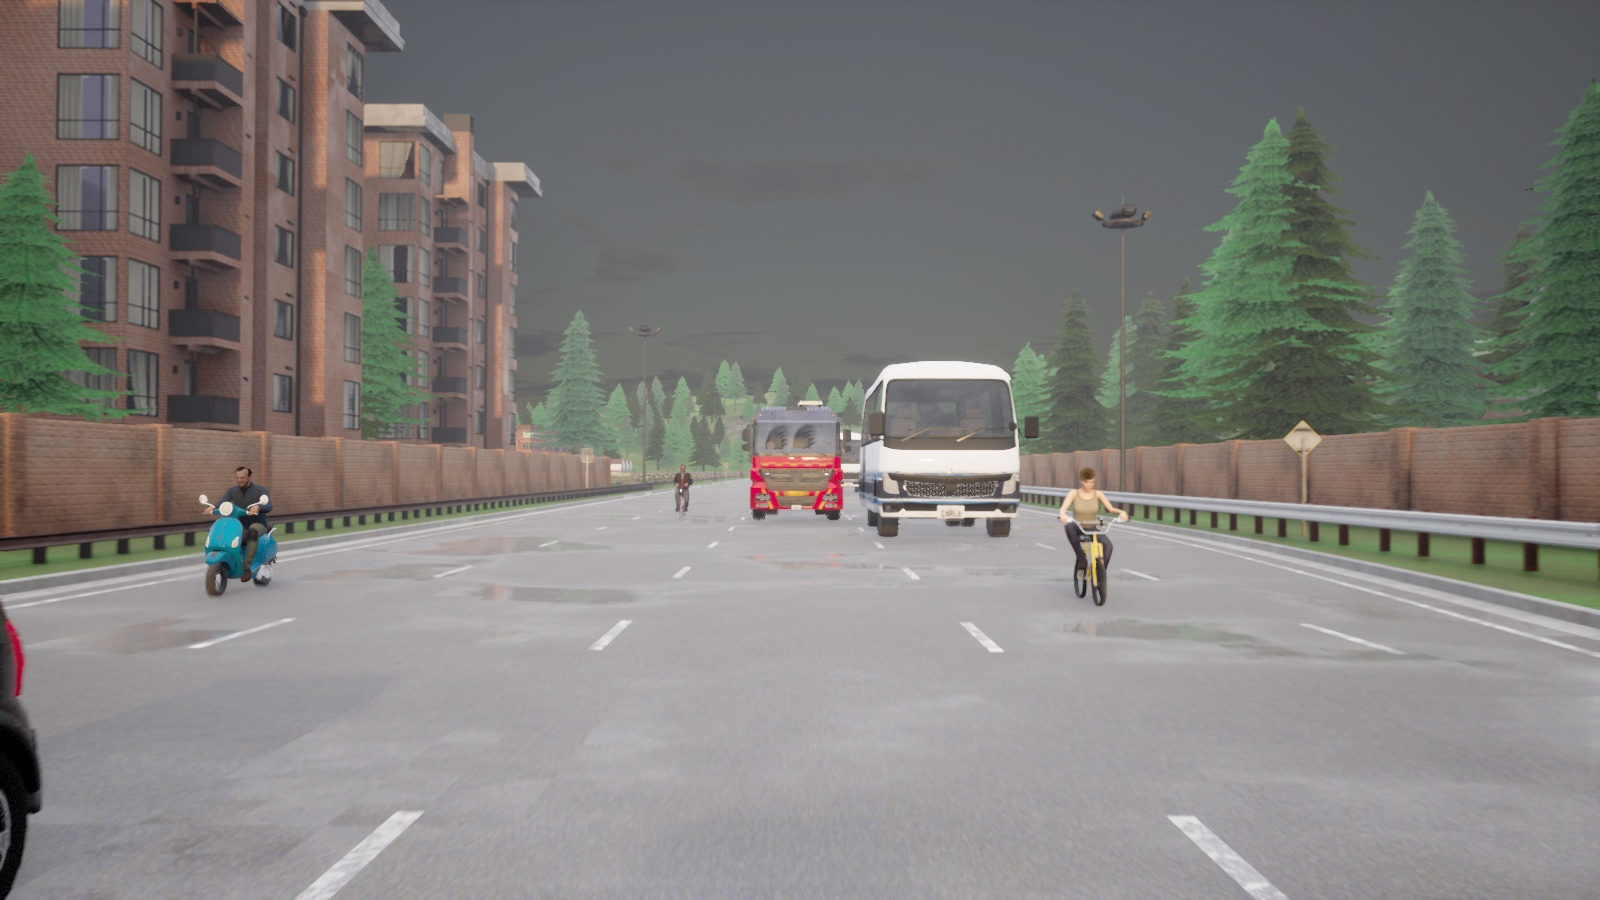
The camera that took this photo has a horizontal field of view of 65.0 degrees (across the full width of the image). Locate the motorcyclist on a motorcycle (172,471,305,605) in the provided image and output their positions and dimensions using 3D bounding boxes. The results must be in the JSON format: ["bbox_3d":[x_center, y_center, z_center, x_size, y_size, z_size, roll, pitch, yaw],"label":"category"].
[{"bbox_3d":[-7.039,1.061,15.862,0.866,1.590,1.817,0,-1,0],"label":"motorcyclist on a motorcycle"}]

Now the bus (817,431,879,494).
[{"bbox_3d":[3.278,0.915,89.138,3.944,4.253,10.273,0,-1,0],"label":"bus"}]

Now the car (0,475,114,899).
[{"bbox_3d":[-3.508,0.853,2.935,1.789,1.549,3.705,0,-1,0],"label":"car"}]

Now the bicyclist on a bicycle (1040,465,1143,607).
[{"bbox_3d":[3.463,0.989,15.057,0.866,1.612,1.509,0,-1,0],"label":"bicyclist on a bicycle"}]

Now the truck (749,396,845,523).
[{"bbox_3d":[-0.107,0.355,42.130,2.891,3.827,8.468,0,-1,0],"label":"truck"}]

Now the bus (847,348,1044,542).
[{"bbox_3d":[3.407,-0.026,32.841,3.944,4.253,10.273,0,-1,0],"label":"bus"}]
